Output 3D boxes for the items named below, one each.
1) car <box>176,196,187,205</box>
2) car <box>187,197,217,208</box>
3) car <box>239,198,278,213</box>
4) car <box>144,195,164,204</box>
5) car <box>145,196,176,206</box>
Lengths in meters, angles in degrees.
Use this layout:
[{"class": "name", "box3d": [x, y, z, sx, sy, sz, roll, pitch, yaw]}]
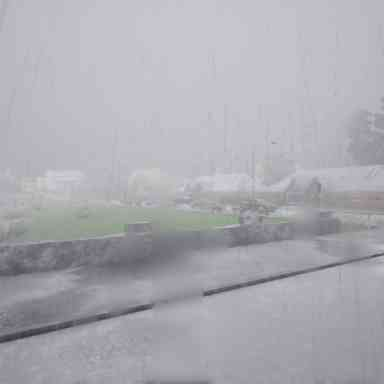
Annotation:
[{"class": "car", "box3d": [-1.653, 1.478, 57.635, 1.882, 1.535, 5.008, 0, 0, -35]}, {"class": "car", "box3d": [1.619, 1.564, 45.913, 1.994, 1.385, 4.181, 0, 0, -36]}, {"class": "car", "box3d": [7.466, 1.505, 37.703, 1.837, 1.490, 4.892, 0, 0, -35]}, {"class": "car", "box3d": [-7.579, 1.478, 65.868, 1.882, 1.535, 5.008, 0, 0, -35]}, {"class": "car", "box3d": [-5.301, 1.547, 55.708, 2.033, 1.411, 5.357, 0, 0, -35]}]
